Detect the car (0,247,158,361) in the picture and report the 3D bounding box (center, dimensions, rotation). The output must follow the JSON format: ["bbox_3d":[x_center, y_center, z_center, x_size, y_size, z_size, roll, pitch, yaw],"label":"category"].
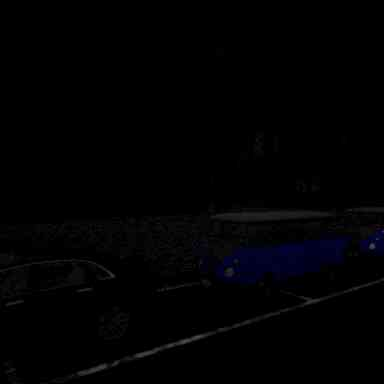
[{"bbox_3d":[-2.614,1.553,4.785,4.403,1.369,2.008,0,0,-36],"label":"car"}]

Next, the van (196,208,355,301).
[{"bbox_3d":[2.008,1.367,8.084,3.998,1.788,1.690,0,0,-36],"label":"van"}]

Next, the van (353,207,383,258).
[{"bbox_3d":[6.629,1.392,11.382,3.998,1.788,1.690,0,0,-36],"label":"van"}]
